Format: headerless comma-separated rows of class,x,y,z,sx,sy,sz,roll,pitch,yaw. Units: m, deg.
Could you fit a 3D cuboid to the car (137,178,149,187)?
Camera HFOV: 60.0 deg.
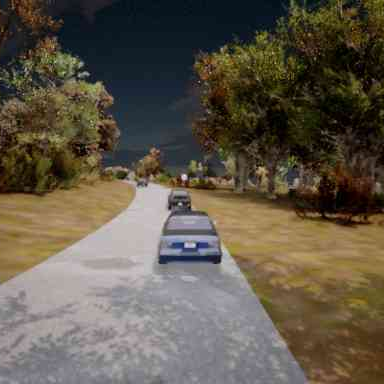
car,-8.741,-1.647,58.546,1.837,1.490,4.892,2,4,-12

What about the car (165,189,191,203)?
car,-1.129,0.543,28.054,1.837,1.490,4.892,1,3,-5

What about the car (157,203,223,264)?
car,-0.094,1.318,10.928,2.033,1.411,5.357,0,2,-1
